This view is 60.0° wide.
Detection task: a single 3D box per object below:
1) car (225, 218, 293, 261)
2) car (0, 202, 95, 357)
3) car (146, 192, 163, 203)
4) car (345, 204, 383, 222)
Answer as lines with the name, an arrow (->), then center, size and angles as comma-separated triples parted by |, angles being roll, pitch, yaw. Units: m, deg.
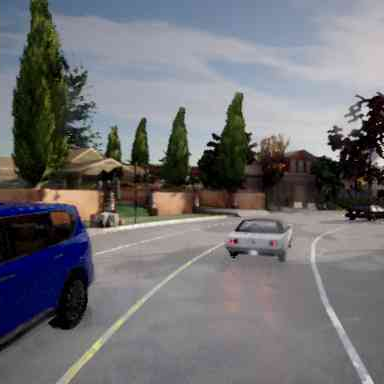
car -> 2.714, 1.619, 12.491 | 1.895, 1.301, 4.718 | 0, 0, 20
car -> -3.162, 1.194, 4.115 | 2.150, 2.045, 5.566 | 0, 0, 8
car -> -4.637, 0.744, 43.496 | 1.816, 1.474, 4.193 | -2, 1, -24
car -> 15.478, 1.784, 28.986 | 5.357, 1.411, 2.033 | 1, -1, -36
